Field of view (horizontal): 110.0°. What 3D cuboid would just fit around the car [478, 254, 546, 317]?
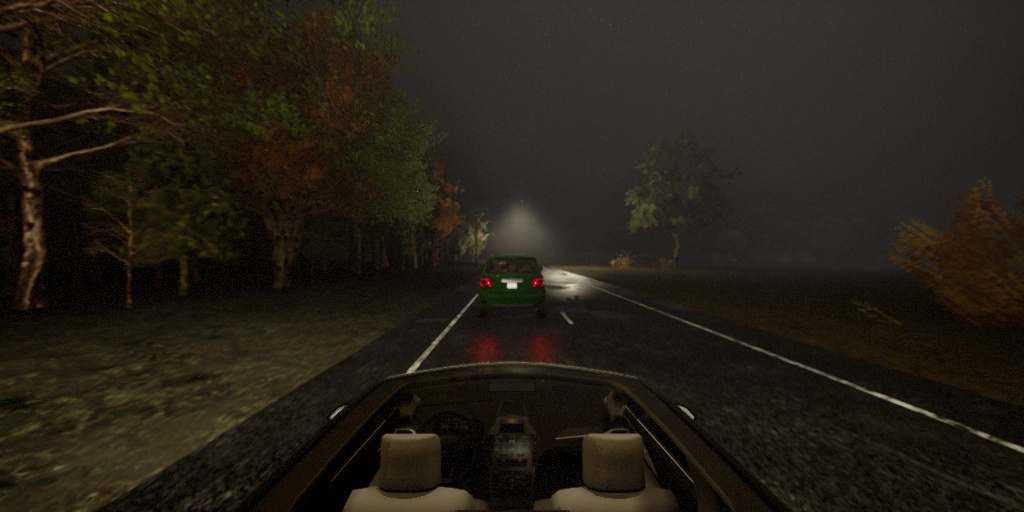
[{"bbox_3d":[-0.001,0.956,13.175,2.150,2.045,5.566,0,0,0],"label":"car"}]
